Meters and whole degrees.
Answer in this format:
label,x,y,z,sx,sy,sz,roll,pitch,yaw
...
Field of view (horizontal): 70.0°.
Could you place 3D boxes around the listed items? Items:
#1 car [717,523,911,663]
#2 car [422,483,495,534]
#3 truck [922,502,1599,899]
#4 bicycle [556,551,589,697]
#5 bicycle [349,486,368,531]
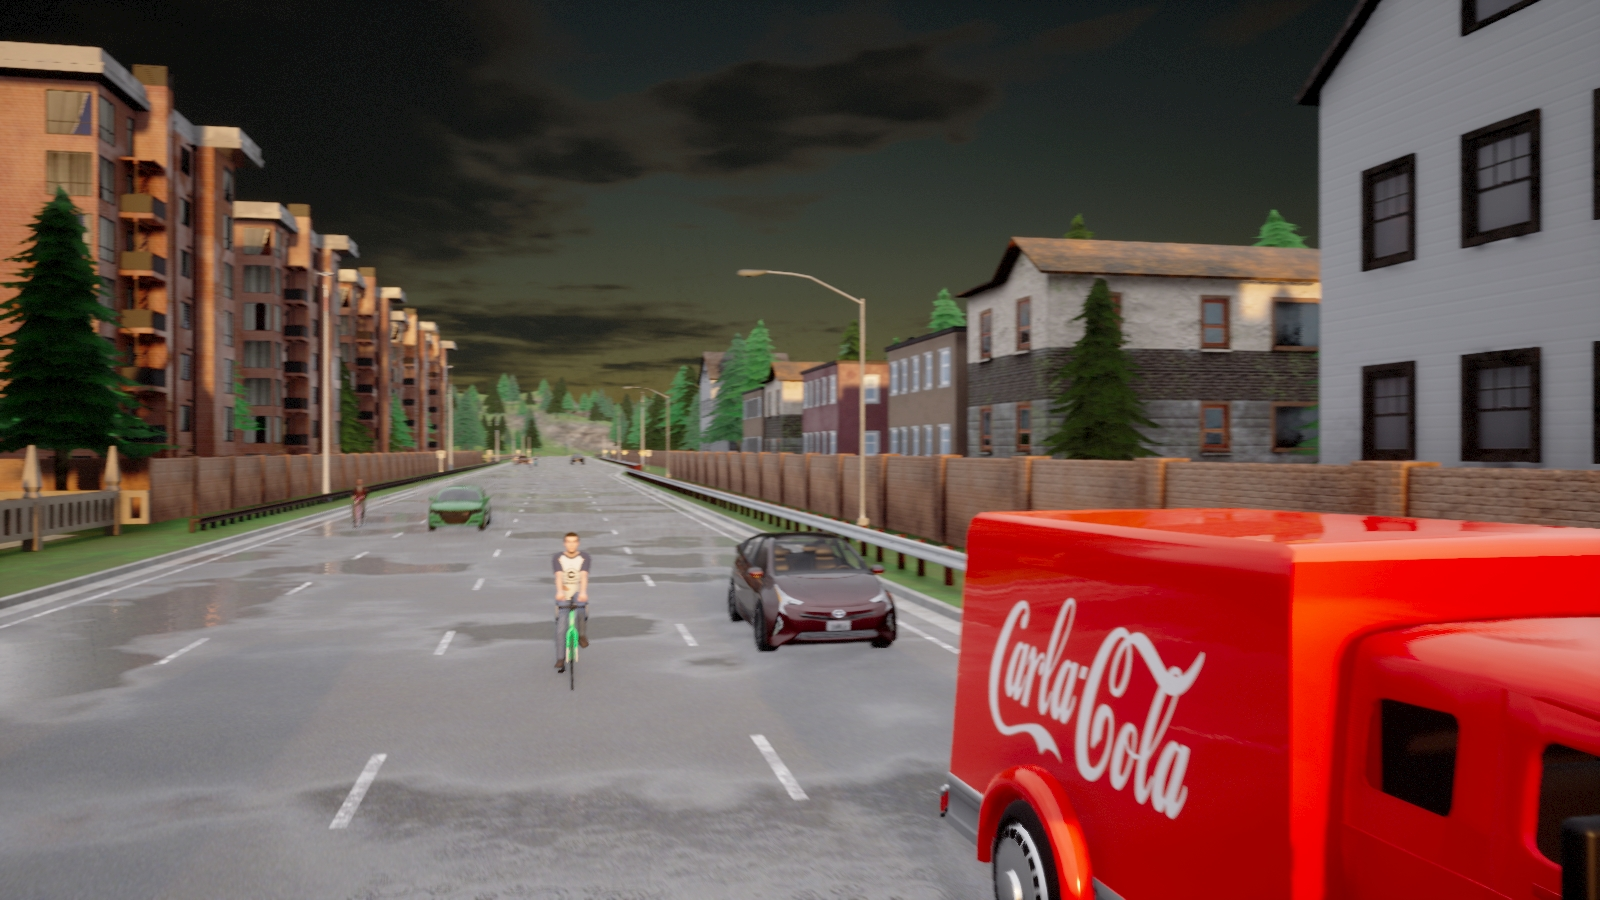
label,x,y,z,sx,sy,sz,roll,pitch,yaw
car,0.046,2.027,17.368,2.007,1.525,4.514,0,0,-12
car,-12.072,2.014,40.703,2.097,1.535,5.006,0,0,-12
truck,2.636,1.570,5.159,2.627,2.467,5.204,0,-1,-12
bicycle,-2.755,2.047,13.794,0.373,1.496,1.643,0,0,-12
bicycle,-15.558,2.043,40.295,0.329,1.471,1.835,0,0,-12
